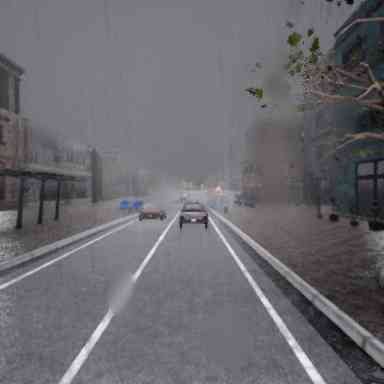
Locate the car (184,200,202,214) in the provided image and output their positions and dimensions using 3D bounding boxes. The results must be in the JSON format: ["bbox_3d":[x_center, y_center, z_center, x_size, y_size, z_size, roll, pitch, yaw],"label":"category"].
[{"bbox_3d":[0.108,1.703,40.057,2.128,1.511,4.902,0,-1,0],"label":"car"}]

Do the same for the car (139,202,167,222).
[{"bbox_3d":[-3.091,1.516,26.917,1.882,1.535,5.008,0,-1,0],"label":"car"}]

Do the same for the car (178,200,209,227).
[{"bbox_3d":[0.104,1.493,22.473,2.128,1.511,4.902,0,0,0],"label":"car"}]
